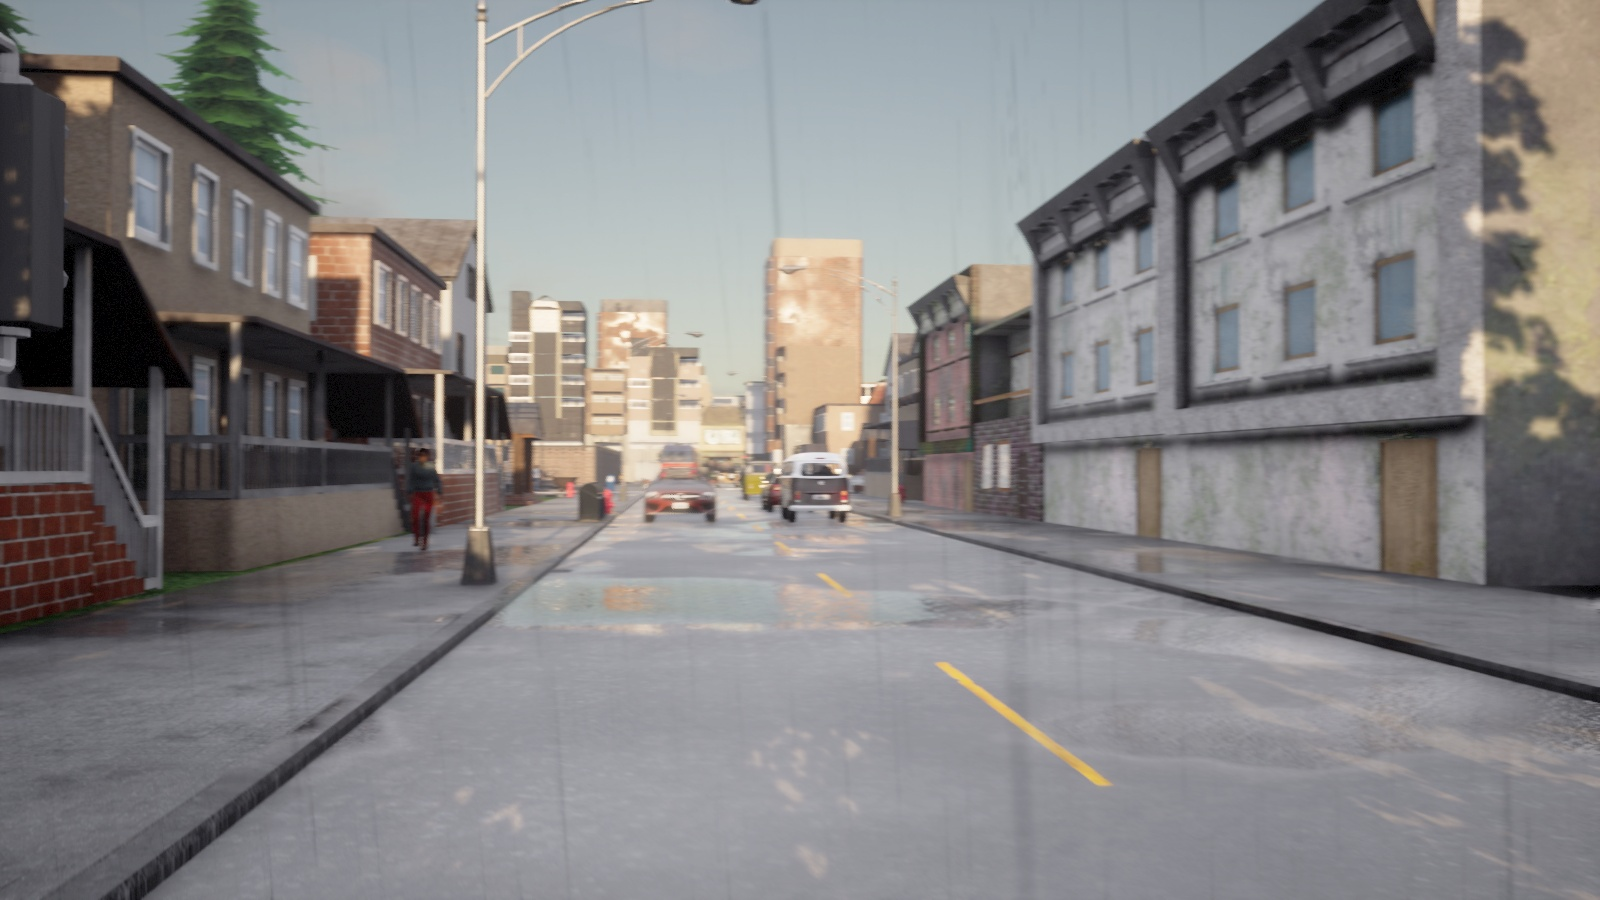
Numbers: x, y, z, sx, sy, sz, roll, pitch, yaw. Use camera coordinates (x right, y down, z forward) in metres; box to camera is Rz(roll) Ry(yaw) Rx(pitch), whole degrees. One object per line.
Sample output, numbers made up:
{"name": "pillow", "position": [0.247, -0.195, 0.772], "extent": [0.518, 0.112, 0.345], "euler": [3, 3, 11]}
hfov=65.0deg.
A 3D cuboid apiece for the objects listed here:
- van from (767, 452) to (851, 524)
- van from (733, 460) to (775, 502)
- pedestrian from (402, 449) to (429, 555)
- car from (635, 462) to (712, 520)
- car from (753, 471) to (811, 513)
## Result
{"name": "van", "position": [0.191, 1.114, 38.027], "extent": [2.069, 2.038, 4.480], "euler": [0, -1, -6]}
{"name": "van", "position": [-2.328, 1.540, 62.752], "extent": [1.775, 1.987, 4.442], "euler": [0, -1, -6]}
{"name": "pedestrian", "position": [-6.814, 0.913, 22.282], "extent": [0.353, 1.847, 0.614], "euler": [0, -1, -6]}
{"name": "car", "position": [-3.852, 1.203, 38.258], "extent": [2.152, 1.651, 5.027], "euler": [0, -1, -6]}
{"name": "car", "position": [-0.726, 1.548, 47.009], "extent": [1.816, 1.474, 4.193], "euler": [0, -1, -6]}
